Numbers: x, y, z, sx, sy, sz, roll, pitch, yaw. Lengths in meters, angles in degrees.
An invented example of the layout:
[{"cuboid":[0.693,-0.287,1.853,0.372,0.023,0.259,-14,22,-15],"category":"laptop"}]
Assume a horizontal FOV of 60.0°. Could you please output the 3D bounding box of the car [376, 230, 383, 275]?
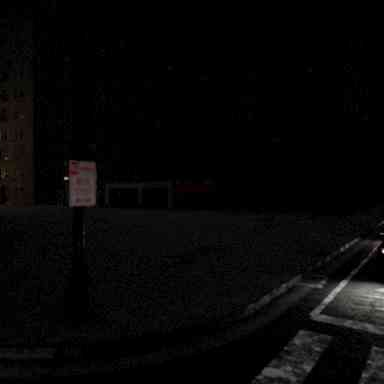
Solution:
[{"cuboid":[6.759,1.515,9.844,1.812,1.442,4.674,-1,0,36],"category":"car"}]
